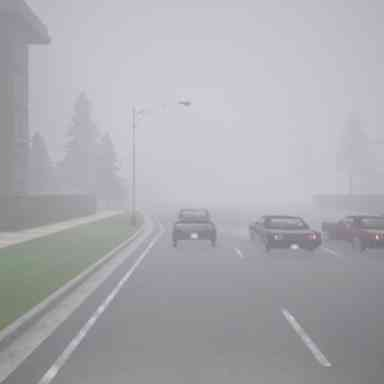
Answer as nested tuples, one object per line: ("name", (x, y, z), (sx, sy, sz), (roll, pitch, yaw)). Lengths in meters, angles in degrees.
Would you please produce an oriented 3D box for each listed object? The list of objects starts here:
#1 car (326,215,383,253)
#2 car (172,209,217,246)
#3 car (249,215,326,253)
("car", (7.097, 1.617, 13.831), (1.895, 1.301, 4.718), (0, 0, 0))
("car", (0.086, 1.510, 15.432), (2.128, 1.511, 4.902), (0, 0, 0))
("car", (3.597, 1.618, 13.832), (1.895, 1.301, 4.718), (0, 0, 0))
